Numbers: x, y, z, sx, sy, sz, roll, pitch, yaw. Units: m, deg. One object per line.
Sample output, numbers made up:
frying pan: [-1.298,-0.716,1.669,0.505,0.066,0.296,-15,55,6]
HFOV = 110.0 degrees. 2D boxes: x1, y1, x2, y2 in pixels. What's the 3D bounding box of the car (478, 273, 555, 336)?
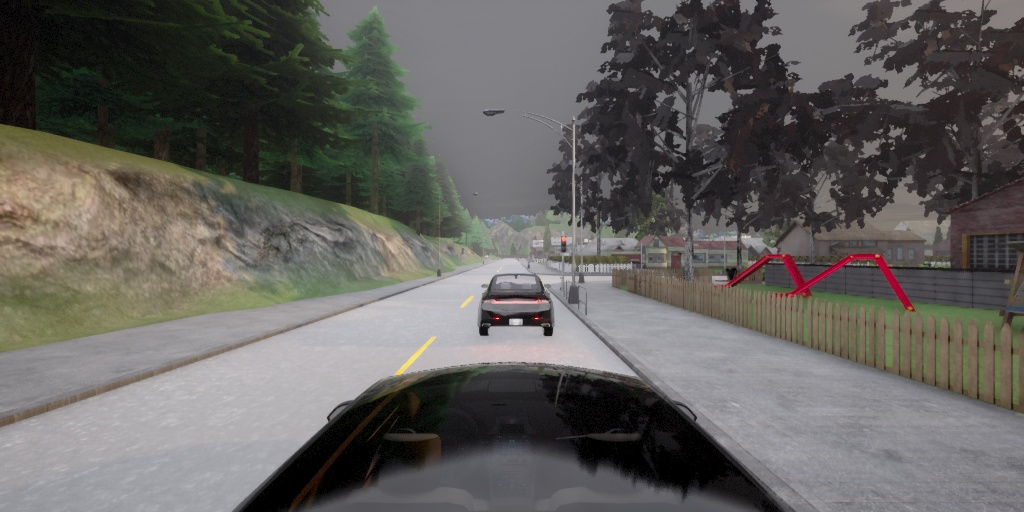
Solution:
car: [0.118,1.242,10.332,2.128,1.511,4.902,0,0,1]
